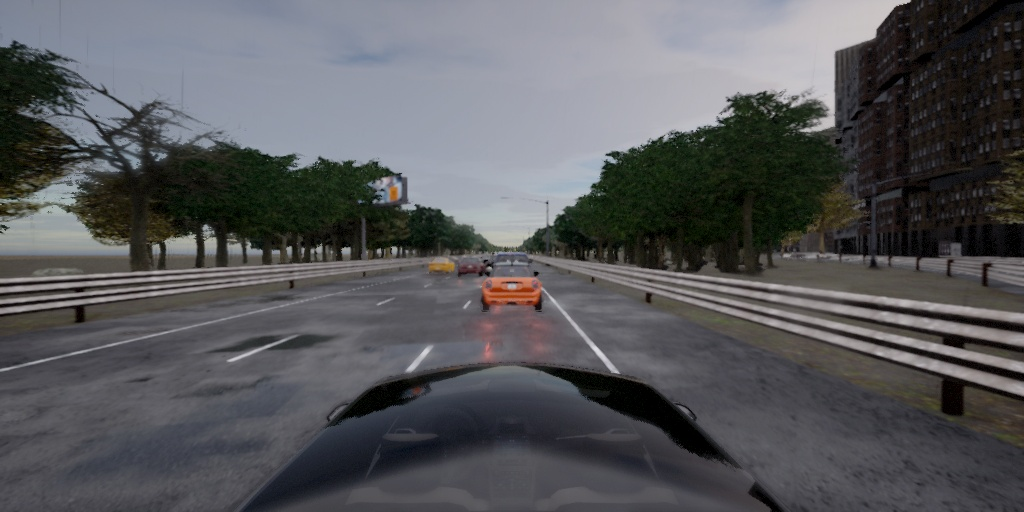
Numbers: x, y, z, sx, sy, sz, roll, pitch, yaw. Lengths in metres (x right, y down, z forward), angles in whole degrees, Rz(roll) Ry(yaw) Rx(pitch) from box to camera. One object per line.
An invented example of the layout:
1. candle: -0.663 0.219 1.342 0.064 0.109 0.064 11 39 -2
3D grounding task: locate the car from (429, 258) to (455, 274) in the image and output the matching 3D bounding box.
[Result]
1. car: -6.935 0.962 35.984 1.882 1.535 5.008 0 1 0

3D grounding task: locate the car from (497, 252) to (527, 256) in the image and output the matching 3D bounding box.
1. car: 0.001 0.814 20.306 2.150 2.045 5.566 0 1 0

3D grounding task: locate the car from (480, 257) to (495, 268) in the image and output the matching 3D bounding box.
1. car: -3.415 0.869 50.811 1.837 1.490 4.892 0 1 0

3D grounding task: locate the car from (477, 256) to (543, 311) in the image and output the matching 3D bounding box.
1. car: 0.001 1.003 14.025 2.097 1.767 4.553 0 1 0

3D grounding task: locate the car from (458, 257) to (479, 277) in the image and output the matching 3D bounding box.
1. car: -3.475 0.866 32.030 2.097 1.767 4.553 0 0 1
